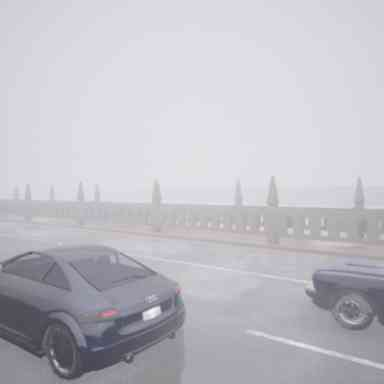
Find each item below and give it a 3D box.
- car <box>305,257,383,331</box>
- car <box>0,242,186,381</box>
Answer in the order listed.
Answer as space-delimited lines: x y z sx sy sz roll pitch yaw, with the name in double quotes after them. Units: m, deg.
4.335 1.601 5.198 4.718 1.301 1.895 0 0 36 "car"
-2.157 1.557 5.533 4.181 1.385 1.994 0 0 36 "car"
